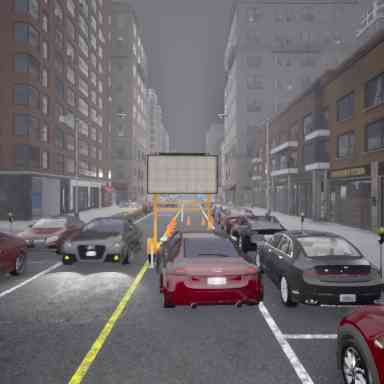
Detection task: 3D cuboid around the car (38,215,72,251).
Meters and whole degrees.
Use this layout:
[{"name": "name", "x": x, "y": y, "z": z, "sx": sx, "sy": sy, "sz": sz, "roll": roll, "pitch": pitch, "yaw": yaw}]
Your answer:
[{"name": "car", "x": -5.417, "y": 1.585, "z": 13.281, "sx": 1.802, "sy": 1.307, "sz": 4.206, "roll": 0, "pitch": 0, "yaw": 0}]

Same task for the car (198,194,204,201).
[{"name": "car", "x": 2.514, "y": 1.476, "z": 57.453, "sx": 1.967, "sy": 1.590, "sz": 4.097, "roll": 0, "pitch": 0, "yaw": 0}]

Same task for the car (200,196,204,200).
[{"name": "car", "x": 2.537, "y": 1.578, "z": 46.415, "sx": 2.008, "sy": 1.369, "sz": 4.403, "roll": 0, "pitch": 0, "yaw": 0}]

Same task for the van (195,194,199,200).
[{"name": "van", "x": 2.444, "y": 1.399, "z": 90.053, "sx": 1.690, "sy": 1.788, "sz": 3.998, "roll": 0, "pitch": 0, "yaw": 0}]

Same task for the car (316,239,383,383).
[{"name": "car", "x": 2.632, "y": 1.440, "z": 2.265, "sx": 1.967, "sy": 1.590, "sz": 4.097, "roll": 0, "pitch": 0, "yaw": 0}]

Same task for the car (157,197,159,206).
[{"name": "car", "x": -5.476, "y": 1.605, "z": 40.872, "sx": 1.802, "sy": 1.307, "sz": 4.206, "roll": 0, "pitch": 0, "yaw": 0}]

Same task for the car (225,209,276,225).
[{"name": "car", "x": 2.608, "y": 1.569, "z": 13.302, "sx": 1.947, "sy": 1.339, "sz": 4.313, "roll": 0, "pitch": 0, "yaw": 0}]

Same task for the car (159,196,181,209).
[{"name": "car", "x": -2.845, "y": 1.574, "z": 45.104, "sx": 2.033, "sy": 1.411, "sz": 5.357, "roll": 0, "pitch": 0, "yaw": 0}]

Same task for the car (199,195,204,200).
[{"name": "car", "x": 2.525, "y": 1.613, "z": 51.934, "sx": 1.802, "sy": 1.307, "sz": 4.206, "roll": 0, "pitch": 0, "yaw": 0}]

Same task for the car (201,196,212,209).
[{"name": "car", "x": 2.549, "y": 1.574, "z": 40.897, "sx": 2.008, "sy": 1.369, "sz": 4.403, "roll": 0, "pitch": 0, "yaw": 0}]

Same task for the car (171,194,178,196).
[{"name": "car", "x": -5.581, "y": 1.608, "z": 90.027, "sx": 2.008, "sy": 1.369, "sz": 4.403, "roll": 0, "pitch": 0, "yaw": 0}]

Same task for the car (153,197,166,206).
[{"name": "car", "x": -5.511, "y": 1.561, "z": 57.257, "sx": 1.752, "sy": 1.417, "sz": 4.829, "roll": 0, "pitch": 0, "yaw": 0}]

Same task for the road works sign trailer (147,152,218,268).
[{"name": "road works sign trailer", "x": -0.340, "y": 0.467, "z": 11.394, "sx": 2.380, "sy": 3.560, "sz": 2.880, "roll": 0, "pitch": 0, "yaw": -6}]

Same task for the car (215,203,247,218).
[{"name": "car", "x": 2.596, "y": 1.552, "z": 18.821, "sx": 1.887, "sy": 1.381, "sz": 4.507, "roll": 0, "pitch": 0, "yaw": 0}]

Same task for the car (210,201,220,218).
[{"name": "car", "x": 2.584, "y": 1.562, "z": 24.340, "sx": 2.008, "sy": 1.369, "sz": 4.403, "roll": 0, "pitch": 0, "yaw": 0}]

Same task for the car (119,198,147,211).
[{"name": "car", "x": -5.448, "y": 1.540, "z": 29.668, "sx": 1.752, "sy": 1.417, "sz": 4.829, "roll": 0, "pitch": 0, "yaw": 0}]

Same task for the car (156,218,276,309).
[{"name": "car", "x": 0.208, "y": 1.558, "z": 7.933, "sx": 1.994, "sy": 1.385, "sz": 4.181, "roll": 1, "pitch": 0, "yaw": -7}]

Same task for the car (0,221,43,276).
[{"name": "car", "x": -5.405, "y": 1.583, "z": 7.763, "sx": 1.802, "sy": 1.307, "sz": 4.206, "roll": 0, "pitch": 0, "yaw": 0}]

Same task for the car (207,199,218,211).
[{"name": "car", "x": 2.573, "y": 1.597, "z": 29.859, "sx": 1.802, "sy": 1.307, "sz": 4.206, "roll": 0, "pitch": 0, "yaw": 0}]

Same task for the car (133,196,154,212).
[{"name": "car", "x": -5.464, "y": 1.334, "z": 35.354, "sx": 2.192, "sy": 1.841, "sz": 5.009, "roll": 0, "pitch": 0, "yaw": 0}]

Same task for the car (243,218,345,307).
[{"name": "car", "x": 2.620, "y": 1.552, "z": 7.784, "sx": 2.008, "sy": 1.369, "sz": 4.403, "roll": 0, "pitch": 0, "yaw": 0}]

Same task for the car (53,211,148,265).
[{"name": "car", "x": -2.875, "y": 1.566, "z": 11.484, "sx": 1.994, "sy": 1.385, "sz": 4.181, "roll": 0, "pitch": 0, "yaw": 0}]
